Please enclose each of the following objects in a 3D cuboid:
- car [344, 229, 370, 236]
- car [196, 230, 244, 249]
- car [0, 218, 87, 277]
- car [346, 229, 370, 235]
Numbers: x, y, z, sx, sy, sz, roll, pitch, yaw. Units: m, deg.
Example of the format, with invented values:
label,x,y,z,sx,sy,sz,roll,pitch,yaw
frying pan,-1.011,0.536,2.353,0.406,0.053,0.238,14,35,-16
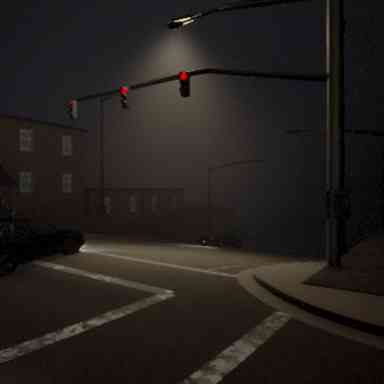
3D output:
label,x,y,z,sx,sy,sz,roll,pitch,yaw
car,38.409,9.426,77.014,4.974,1.542,2.038,0,0,-1
car,2.480,3.945,27.863,2.033,1.411,5.357,0,-11,36
car,-5.429,1.515,10.288,2.033,1.411,5.357,0,0,13
car,38.461,9.269,77.014,4.536,1.218,1.853,0,0,-1
